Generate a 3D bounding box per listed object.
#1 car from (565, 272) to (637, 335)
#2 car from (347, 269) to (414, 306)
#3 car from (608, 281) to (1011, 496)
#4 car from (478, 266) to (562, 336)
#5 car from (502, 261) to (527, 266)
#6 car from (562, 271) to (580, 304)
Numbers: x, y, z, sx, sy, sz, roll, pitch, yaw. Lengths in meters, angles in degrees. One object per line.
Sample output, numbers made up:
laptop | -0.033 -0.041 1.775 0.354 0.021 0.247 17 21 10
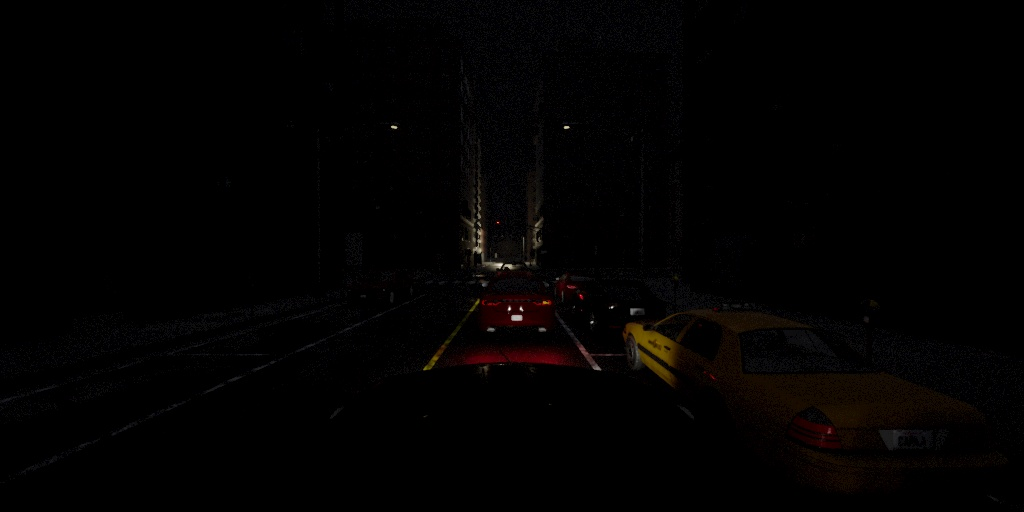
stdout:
car | 2.885 1.313 10.286 1.948 1.339 4.313 0 0 0
car | -5.651 1.291 15.883 1.888 1.381 4.507 0 0 0
car | 2.876 1.274 4.870 1.751 1.417 4.829 0 0 0
car | 0.109 1.225 10.466 1.882 1.535 5.008 0 0 0
car | 0.125 1.096 20.795 2.097 1.767 4.553 0 0 0
car | 2.895 1.327 15.872 1.802 1.307 4.207 0 0 0
